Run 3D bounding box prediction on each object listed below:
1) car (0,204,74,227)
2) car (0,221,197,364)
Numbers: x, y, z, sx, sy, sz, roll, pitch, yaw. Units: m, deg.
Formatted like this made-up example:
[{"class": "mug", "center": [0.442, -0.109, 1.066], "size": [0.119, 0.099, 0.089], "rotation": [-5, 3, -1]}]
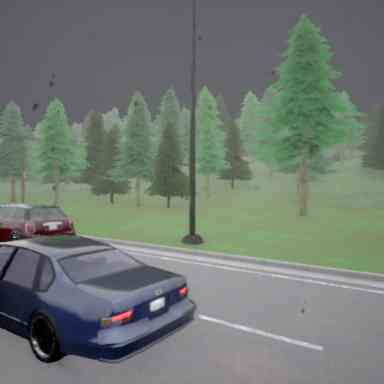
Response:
[{"class": "car", "center": [-6.595, 1.236, 12.849], "size": [4.553, 1.767, 2.097], "rotation": [1, 0, 35]}, {"class": "car", "center": [-2.524, 1.496, 5.756], "size": [5.357, 1.411, 2.033], "rotation": [0, 0, 34]}]
